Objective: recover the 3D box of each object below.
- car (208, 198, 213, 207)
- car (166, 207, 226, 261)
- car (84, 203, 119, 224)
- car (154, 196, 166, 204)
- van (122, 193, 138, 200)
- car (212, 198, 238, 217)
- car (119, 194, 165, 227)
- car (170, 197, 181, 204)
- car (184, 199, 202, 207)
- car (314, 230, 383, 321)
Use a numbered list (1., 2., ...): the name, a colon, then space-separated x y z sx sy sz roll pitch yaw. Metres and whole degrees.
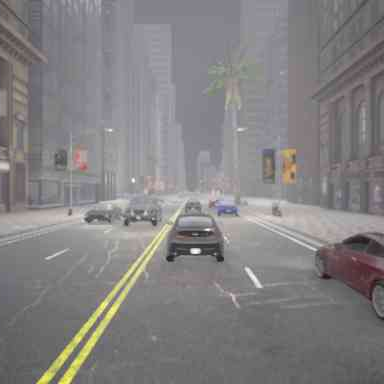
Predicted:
1. car: 3.301 1.559 47.565 1.882 1.535 5.008 0 0 0
2. car: 0.108 1.525 12.385 1.837 1.490 4.892 0 0 0
3. car: -6.578 1.559 25.417 2.033 1.411 5.357 0 0 0
4. car: -6.439 1.527 67.061 1.882 1.535 5.008 0 0 0
5. van: -17.336 1.313 92.827 3.998 1.788 1.690 1 0 0
6. car: 3.332 1.540 32.645 1.882 1.535 5.008 0 0 1
7. car: -3.327 1.244 23.489 2.150 2.045 5.566 0 0 0
8. car: -3.190 1.623 65.512 1.812 1.442 4.674 0 0 0
9. car: 0.135 1.561 38.404 1.837 1.490 4.892 0 0 0
10. car: 4.227 1.555 7.162 1.812 1.442 4.674 0 0 0
